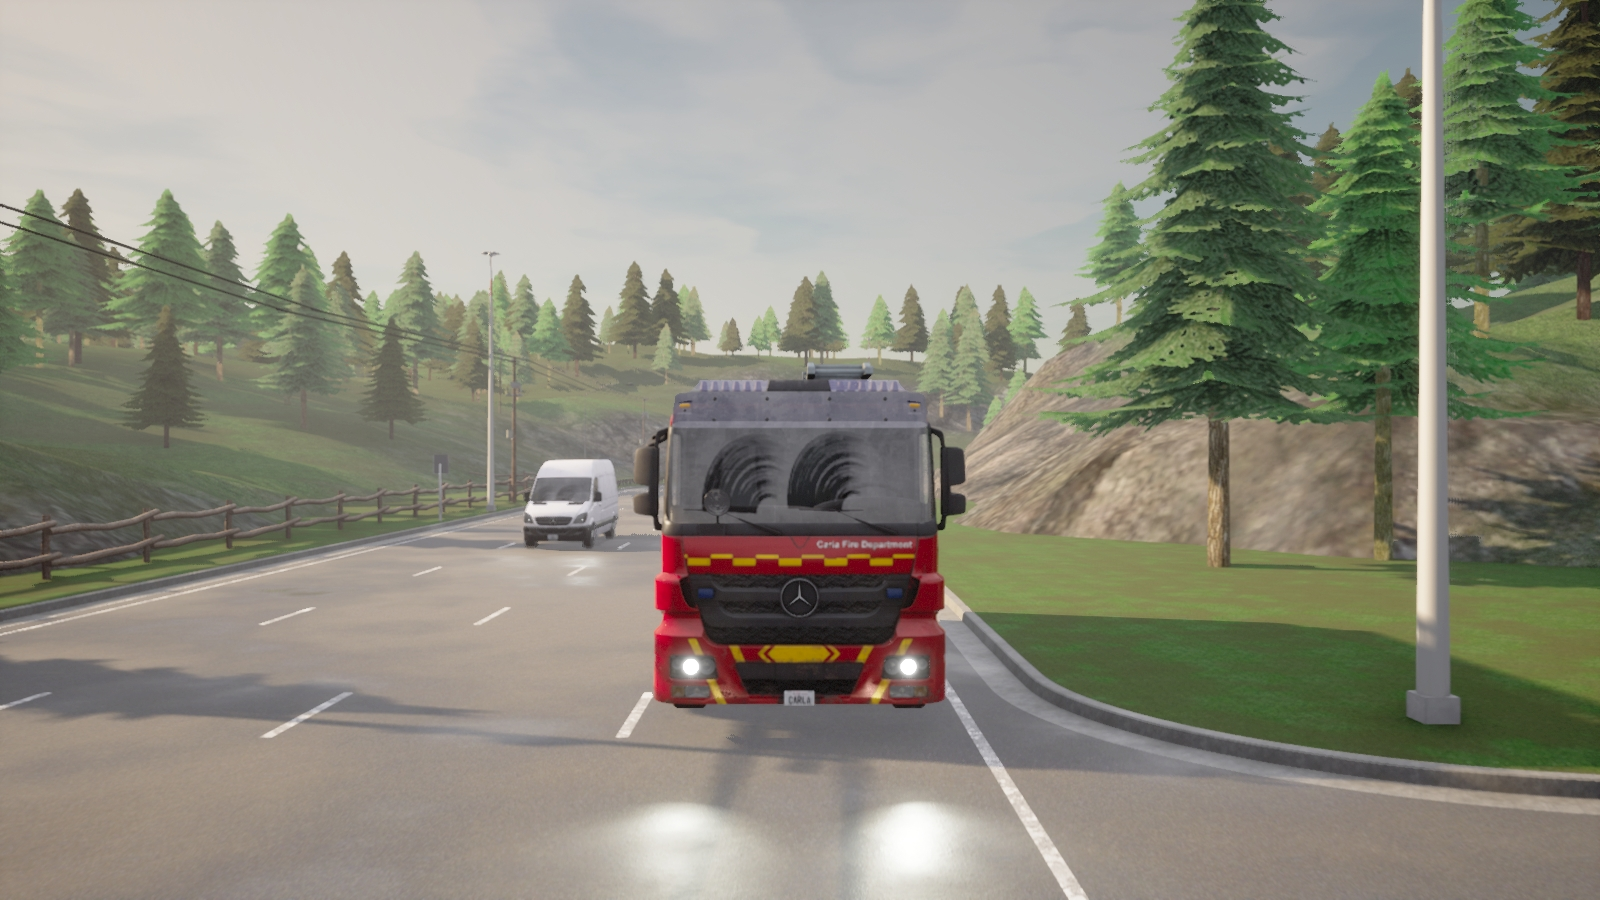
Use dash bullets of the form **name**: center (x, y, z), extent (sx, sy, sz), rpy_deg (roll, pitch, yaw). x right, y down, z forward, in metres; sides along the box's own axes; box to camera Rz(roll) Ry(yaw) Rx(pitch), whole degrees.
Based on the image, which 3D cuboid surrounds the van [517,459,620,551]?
- **van**: center (-7.012, 1.593, 35.318), extent (1.988, 2.561, 5.915), rpy_deg (0, 0, 0)

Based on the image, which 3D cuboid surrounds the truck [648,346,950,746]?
- **truck**: center (-0.008, 0.916, 15.172), extent (2.891, 3.827, 8.468), rpy_deg (0, 0, 0)
